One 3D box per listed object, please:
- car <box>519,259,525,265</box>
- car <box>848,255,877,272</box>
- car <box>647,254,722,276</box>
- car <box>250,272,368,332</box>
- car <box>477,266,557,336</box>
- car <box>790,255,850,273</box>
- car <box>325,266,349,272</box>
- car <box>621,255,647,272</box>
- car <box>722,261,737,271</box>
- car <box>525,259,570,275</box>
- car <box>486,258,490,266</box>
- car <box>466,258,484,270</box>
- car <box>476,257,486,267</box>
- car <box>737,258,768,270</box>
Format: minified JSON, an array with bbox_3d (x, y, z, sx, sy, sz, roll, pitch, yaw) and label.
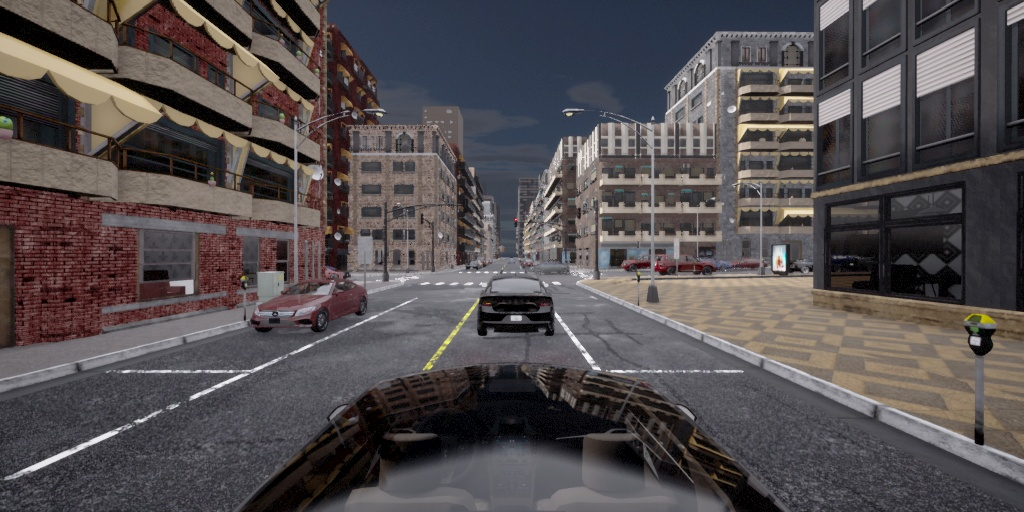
[{"bbox_3d":[2.670,1.207,58.474,1.967,1.591,4.097,0,0,0],"label":"car"},{"bbox_3d":[31.340,0.717,30.901,4.313,1.339,1.948,0,0,-1],"label":"car"},{"bbox_3d":[14.700,0.778,30.750,5.009,1.841,2.192,0,0,-1],"label":"car"},{"bbox_3d":[-5.744,1.332,10.763,1.802,1.307,4.207,0,0,0],"label":"car"},{"bbox_3d":[0.096,1.227,10.424,1.882,1.535,5.008,0,0,0],"label":"car"},{"bbox_3d":[25.793,0.822,30.850,4.313,1.339,1.948,0,0,-1],"label":"car"},{"bbox_3d":[-17.187,1.610,33.046,4.181,1.385,1.994,-1,0,-1],"label":"car"},{"bbox_3d":[14.562,0.764,39.129,5.009,1.841,2.192,0,0,-1],"label":"car"},{"bbox_3d":[19.426,0.911,36.580,5.357,1.411,2.033,-1,0,-1],"label":"car"},{"bbox_3d":[3.725,1.220,36.440,4.181,1.385,1.994,-1,0,0],"label":"car"},{"bbox_3d":[-5.712,1.086,64.151,2.192,1.841,5.009,0,0,0],"label":"car"},{"bbox_3d":[-5.708,1.330,52.786,1.948,1.339,4.313,0,0,0],"label":"car"},{"bbox_3d":[-5.710,1.293,58.299,1.751,1.417,4.829,0,0,0],"label":"car"},{"bbox_3d":[25.654,0.824,39.230,4.207,1.307,1.802,0,0,-1],"label":"car"}]
